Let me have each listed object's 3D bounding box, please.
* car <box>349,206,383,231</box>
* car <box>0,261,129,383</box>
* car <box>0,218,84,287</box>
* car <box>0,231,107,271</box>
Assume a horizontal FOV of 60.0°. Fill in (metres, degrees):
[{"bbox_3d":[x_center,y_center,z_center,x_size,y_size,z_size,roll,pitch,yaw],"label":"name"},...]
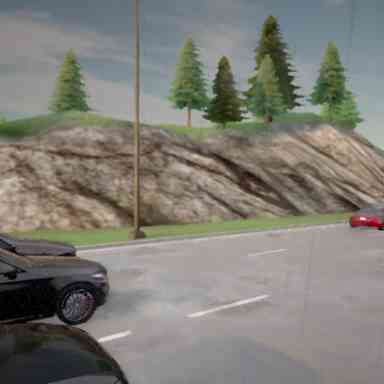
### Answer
[{"bbox_3d":[11.653,1.532,20.676,4.181,1.385,1.994,0,0,-36],"label":"car"},{"bbox_3d":[-2.424,1.566,2.029,4.181,1.385,1.994,0,0,-35],"label":"car"},{"bbox_3d":[-5.708,1.550,8.287,5.357,1.411,2.033,0,0,-35],"label":"car"},{"bbox_3d":[-3.698,1.527,5.417,4.674,1.442,1.812,0,0,-35],"label":"car"}]
